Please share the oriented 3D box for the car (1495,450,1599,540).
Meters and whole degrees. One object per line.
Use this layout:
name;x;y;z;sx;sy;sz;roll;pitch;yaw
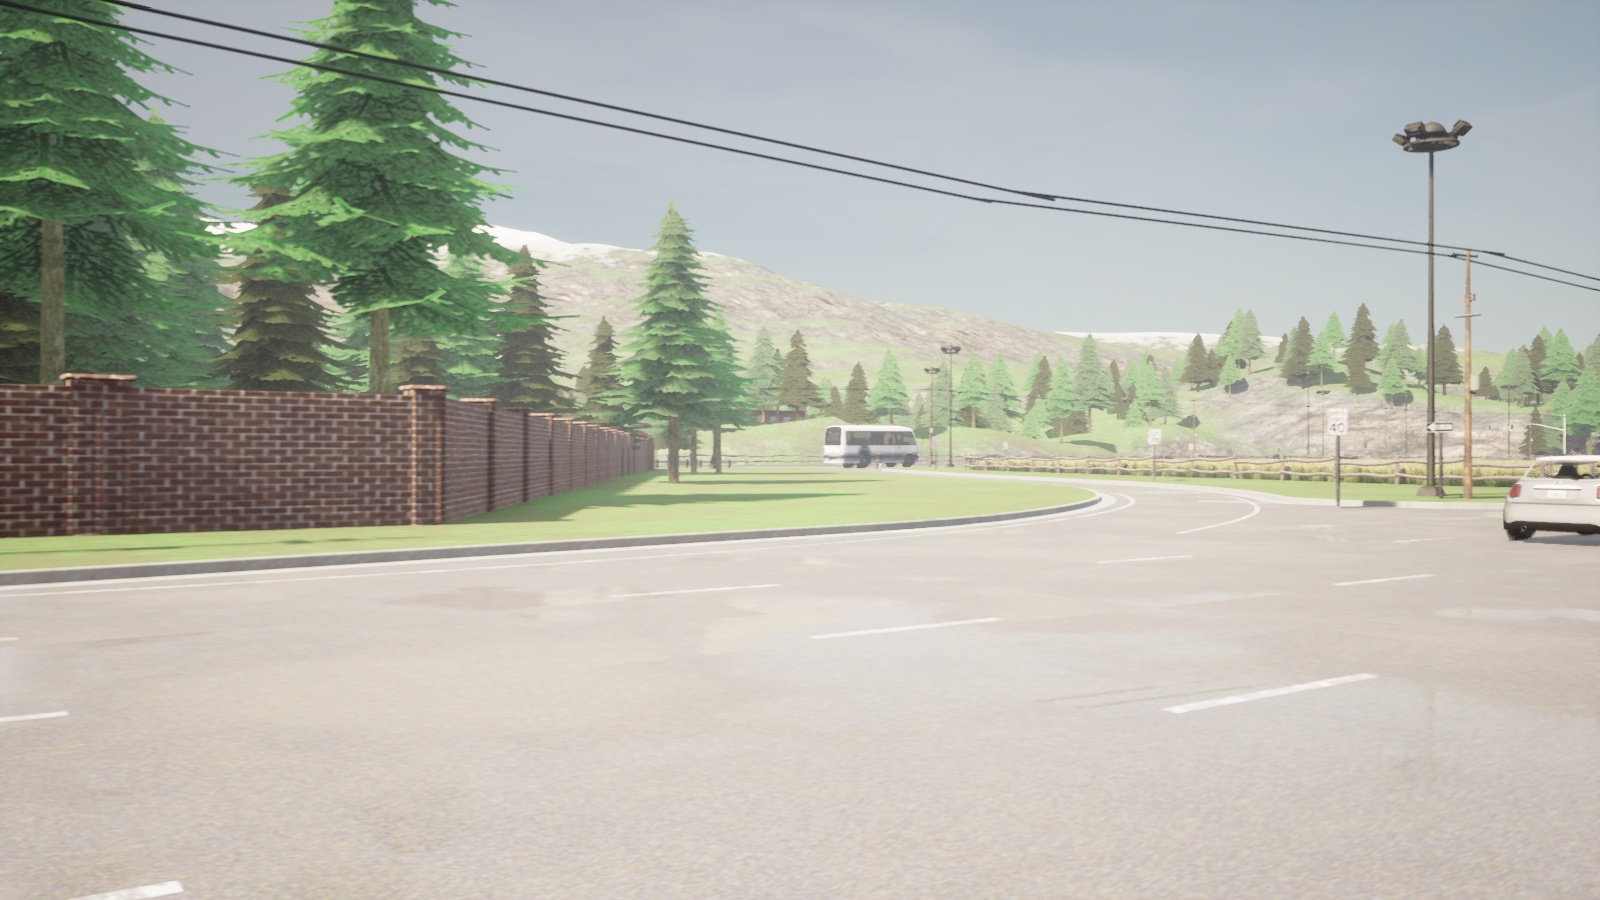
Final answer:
car;14.172;0.733;22.051;3.806;1.475;1.970;0;0;-35
